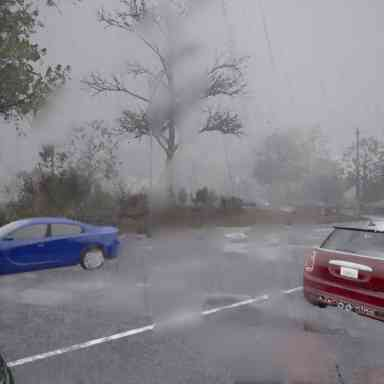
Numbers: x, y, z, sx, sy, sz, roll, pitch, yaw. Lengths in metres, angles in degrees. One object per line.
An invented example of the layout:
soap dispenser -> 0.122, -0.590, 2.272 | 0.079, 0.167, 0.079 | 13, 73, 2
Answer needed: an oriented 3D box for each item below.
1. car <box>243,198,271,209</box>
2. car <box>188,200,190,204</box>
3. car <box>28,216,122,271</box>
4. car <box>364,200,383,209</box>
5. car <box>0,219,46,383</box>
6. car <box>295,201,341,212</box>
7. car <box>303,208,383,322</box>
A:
car -> 8.545, 1.520, 44.551 | 2.128, 1.511, 4.902 | 0, 0, -27
car -> -0.761, 1.555, 64.544 | 2.097, 1.767, 4.553 | 0, 0, -22
car -> -4.495, 1.477, 9.367 | 5.008, 1.535, 1.882 | 0, 0, -35
car -> 19.302, 1.525, 32.410 | 1.812, 1.442, 4.674 | 0, 0, -33
car -> -3.697, 1.221, 1.075 | 5.566, 2.045, 2.150 | 0, 0, -35
car -> 13.365, 1.603, 35.493 | 1.895, 1.301, 4.718 | 0, 0, -28
car -> 4.358, 1.352, 6.724 | 4.553, 1.767, 2.097 | 0, 0, -34
